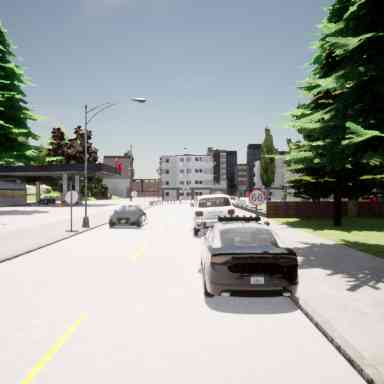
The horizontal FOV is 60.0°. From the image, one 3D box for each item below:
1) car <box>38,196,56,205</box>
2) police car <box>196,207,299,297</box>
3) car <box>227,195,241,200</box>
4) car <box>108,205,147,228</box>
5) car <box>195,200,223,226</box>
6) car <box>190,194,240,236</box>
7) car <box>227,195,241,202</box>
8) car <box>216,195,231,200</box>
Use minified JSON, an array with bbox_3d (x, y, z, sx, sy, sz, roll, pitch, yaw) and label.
[{"bbox_3d":[-23.928,1.412,54.792,1.845,1.501,3.633,0,0,0],"label":"car"},{"bbox_3d":[1.202,1.425,8.714,1.930,1.638,5.238,0,0,0],"label":"police car"},{"bbox_3d":[11.090,1.515,87.362,1.853,1.218,4.536,0,0,30],"label":"car"},{"bbox_3d":[-4.110,1.564,21.852,1.994,1.385,4.181,0,0,0],"label":"car"},{"bbox_3d":[1.187,1.456,24.794,1.801,1.575,5.366,0,0,0],"label":"car"},{"bbox_3d":[1.134,1.174,18.634,2.150,2.045,5.566,-3,0,0],"label":"car"},{"bbox_3d":[11.115,1.673,87.407,2.038,1.542,4.974,0,0,30],"label":"car"},{"bbox_3d":[8.319,1.429,87.751,3.633,1.501,1.845,0,0,11],"label":"car"}]
